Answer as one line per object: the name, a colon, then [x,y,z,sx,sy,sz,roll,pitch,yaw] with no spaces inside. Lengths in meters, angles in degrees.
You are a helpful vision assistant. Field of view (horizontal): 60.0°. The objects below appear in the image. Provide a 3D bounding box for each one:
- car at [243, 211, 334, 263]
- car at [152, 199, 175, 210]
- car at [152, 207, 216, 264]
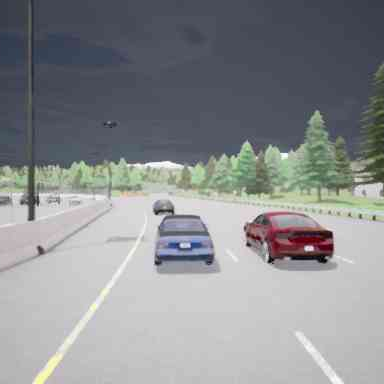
car: [3.122,1.406,11.716,1.882,1.535,5.008,0,0,-3]
car: [-2.828,1.391,32.704,1.994,1.385,4.181,0,0,-9]
car: [-0.341,1.484,11.547,2.033,1.411,5.357,0,0,-4]
